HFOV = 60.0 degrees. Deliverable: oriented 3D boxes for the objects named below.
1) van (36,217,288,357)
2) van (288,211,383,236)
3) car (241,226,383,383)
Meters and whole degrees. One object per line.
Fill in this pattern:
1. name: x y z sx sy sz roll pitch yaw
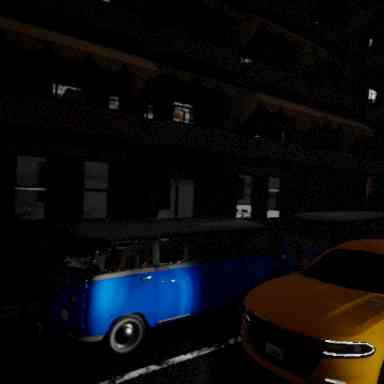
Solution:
1. van: -0.383 1.368 5.793 3.998 1.788 1.690 1 1 -35
2. van: 4.123 1.423 9.001 3.998 1.788 1.690 1 1 -35
3. car: 2.955 1.528 5.170 5.008 1.535 1.882 1 0 -35
